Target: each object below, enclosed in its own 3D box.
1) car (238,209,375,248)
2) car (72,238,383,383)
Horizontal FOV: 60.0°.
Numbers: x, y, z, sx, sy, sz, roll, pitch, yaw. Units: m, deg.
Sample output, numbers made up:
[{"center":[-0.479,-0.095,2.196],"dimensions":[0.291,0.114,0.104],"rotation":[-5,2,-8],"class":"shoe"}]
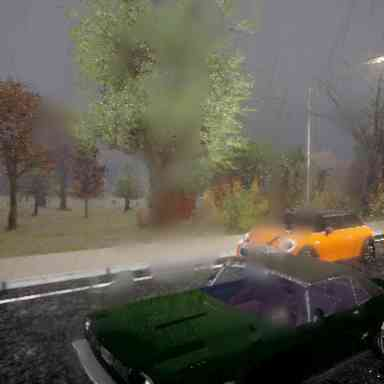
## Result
[{"center":[3.512,1.350,10.077],"dimensions":[4.553,1.767,2.097],"rotation":[0,0,-35],"class":"car"},{"center":[1.004,1.600,4.370],"dimensions":[4.718,1.301,1.895],"rotation":[0,0,-35],"class":"car"}]
